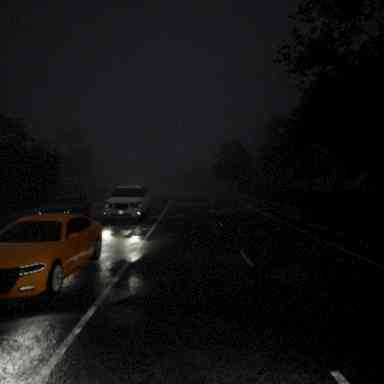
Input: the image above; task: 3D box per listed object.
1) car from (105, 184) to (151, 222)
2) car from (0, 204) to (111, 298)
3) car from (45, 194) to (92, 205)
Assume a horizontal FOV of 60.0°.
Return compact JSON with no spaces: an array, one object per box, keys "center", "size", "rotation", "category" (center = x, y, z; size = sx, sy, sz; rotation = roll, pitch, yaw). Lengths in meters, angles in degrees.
[{"center":[-3.829,0.589,20.540],"size":[2.150,2.045,5.566],"rotation":[0,3,-1],"category":"car"},{"center":[-3.690,1.314,8.431],"size":[1.882,1.535,5.008],"rotation":[0,2,0],"category":"car"},{"center":[-7.319,0.932,19.710],"size":[1.837,1.490,4.892],"rotation":[0,3,0],"category":"car"}]
